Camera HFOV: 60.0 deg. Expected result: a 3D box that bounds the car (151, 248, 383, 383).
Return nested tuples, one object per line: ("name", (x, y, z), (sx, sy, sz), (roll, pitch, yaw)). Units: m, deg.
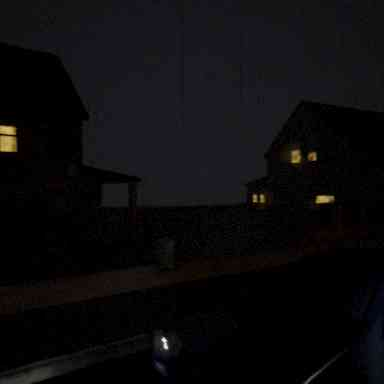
("car", (2.204, 1.538, 4.420), (5.357, 1.411, 2.033), (0, 0, -33))
